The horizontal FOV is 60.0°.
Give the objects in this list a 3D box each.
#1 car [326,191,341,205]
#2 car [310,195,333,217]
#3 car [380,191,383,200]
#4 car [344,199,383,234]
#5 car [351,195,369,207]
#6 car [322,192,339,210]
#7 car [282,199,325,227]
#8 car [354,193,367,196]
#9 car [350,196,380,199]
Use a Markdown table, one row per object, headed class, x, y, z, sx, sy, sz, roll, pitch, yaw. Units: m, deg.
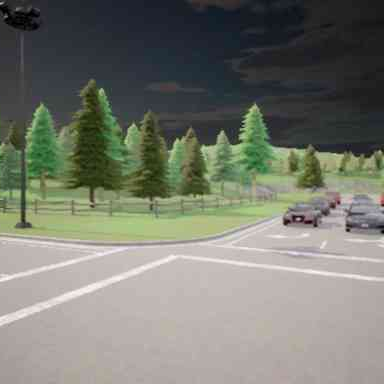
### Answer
| class | x | y | z | sx | sy | sz | roll | pitch | yaw |
| --- | --- | --- | --- | --- | --- | --- | --- | --- | --- |
| car | 20.110 | 0.816 | 47.811 | 2.150 | 2.045 | 5.566 | 0 | 0 | 26 |
| car | 10.930 | 1.260 | 29.005 | 1.837 | 1.490 | 4.892 | 0 | 0 | 26 |
| car | 25.250 | 0.848 | 42.405 | 2.150 | 2.045 | 5.566 | 0 | 0 | 26 |
| car | 9.552 | 1.365 | 18.439 | 1.812 | 1.442 | 4.674 | 0 | 0 | 27 |
| car | 21.904 | 1.188 | 43.531 | 1.994 | 1.385 | 4.181 | 0 | 0 | 26 |
| car | 15.481 | 1.153 | 38.343 | 1.882 | 1.535 | 5.008 | 0 | 0 | 26 |
| car | 7.083 | 1.386 | 21.233 | 1.994 | 1.385 | 4.181 | 0 | 1 | 26 |
| car | 17.517 | 1.053 | 34.531 | 2.097 | 1.767 | 4.553 | 0 | 0 | 26 |
| car | 13.578 | 1.296 | 26.450 | 1.812 | 1.442 | 4.674 | 0 | 0 | 26 |
